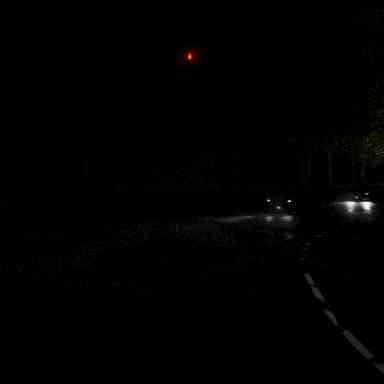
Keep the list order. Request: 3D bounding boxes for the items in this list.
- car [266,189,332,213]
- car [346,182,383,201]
[{"bbox_3d":[6.749,0.487,20.860,4.718,1.301,1.895,-4,2,-39],"label":"car"},{"bbox_3d":[14.694,-0.111,27.228,5.357,1.411,2.033,-4,2,-39],"label":"car"}]
